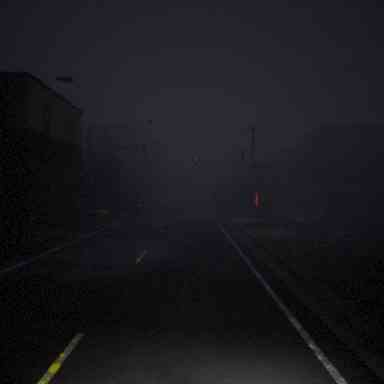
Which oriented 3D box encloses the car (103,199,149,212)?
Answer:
[{"bbox_3d":[-7.458,1.543,37.424,5.357,1.411,2.033,-2,-1,25],"label":"car"}]
